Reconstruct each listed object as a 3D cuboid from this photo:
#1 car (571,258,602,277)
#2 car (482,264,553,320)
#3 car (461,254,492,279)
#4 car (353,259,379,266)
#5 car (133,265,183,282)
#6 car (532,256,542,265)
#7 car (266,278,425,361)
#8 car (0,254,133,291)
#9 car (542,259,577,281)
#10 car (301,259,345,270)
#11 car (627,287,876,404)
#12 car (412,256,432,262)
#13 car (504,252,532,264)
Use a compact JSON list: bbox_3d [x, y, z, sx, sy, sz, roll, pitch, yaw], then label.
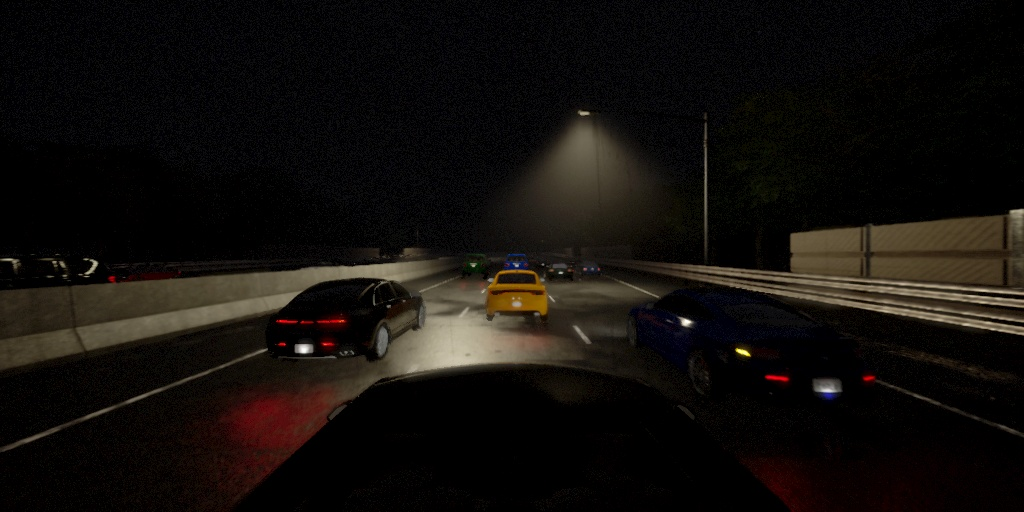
[{"bbox_3d":[7.236,1.180,34.332,2.033,1.411,5.357,0,1,3],"label":"car"},{"bbox_3d":[0.169,1.225,12.679,1.882,1.535,5.008,0,0,1],"label":"car"},{"bbox_3d":[-3.076,0.878,31.661,2.150,2.045,5.566,0,0,1],"label":"car"},{"bbox_3d":[-20.468,1.048,50.440,1.895,1.301,4.718,0,1,1],"label":"car"},{"bbox_3d":[-23.685,1.283,22.971,1.994,1.385,4.181,0,0,-2],"label":"car"},{"bbox_3d":[4.085,1.025,48.969,1.994,1.385,4.181,0,1,1],"label":"car"},{"bbox_3d":[-3.366,1.256,8.241,1.837,1.490,4.892,0,0,0],"label":"car"},{"bbox_3d":[-14.063,0.970,9.423,2.150,2.045,5.566,0,0,0],"label":"car"},{"bbox_3d":[3.793,1.237,29.497,1.994,1.385,4.181,0,0,1],"label":"car"},{"bbox_3d":[-17.255,1.251,32.974,1.895,1.301,4.718,0,0,1],"label":"car"},{"bbox_3d":[3.518,1.276,6.286,1.812,1.442,4.674,0,0,0],"label":"car"},{"bbox_3d":[-13.444,1.029,51.651,1.895,1.301,4.718,0,1,1],"label":"car"},{"bbox_3d":[0.430,0.875,31.988,2.150,2.045,5.566,0,0,1],"label":"car"}]
